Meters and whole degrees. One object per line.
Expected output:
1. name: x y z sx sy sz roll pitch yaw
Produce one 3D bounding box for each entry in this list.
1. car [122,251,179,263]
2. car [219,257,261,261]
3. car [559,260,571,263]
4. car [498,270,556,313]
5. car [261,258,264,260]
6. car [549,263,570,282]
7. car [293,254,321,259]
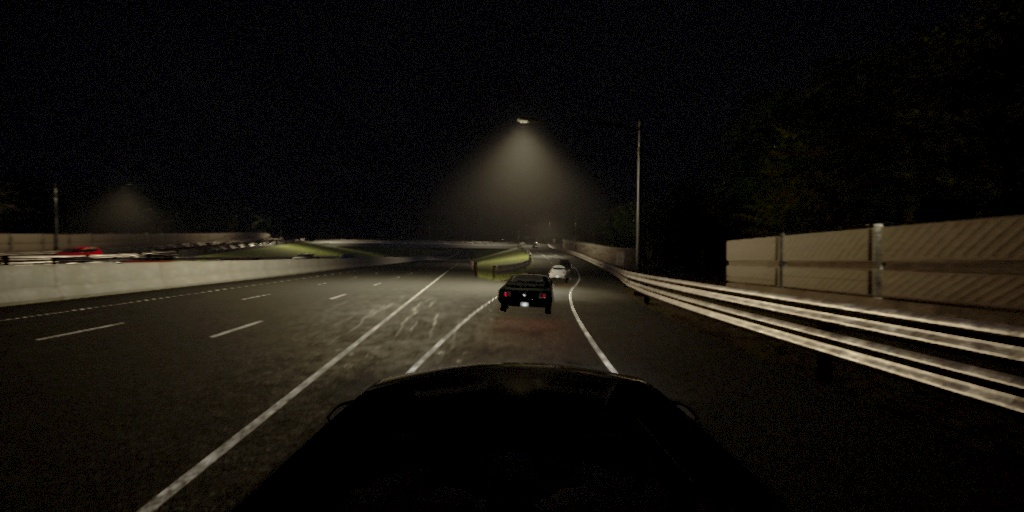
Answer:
1. car: -33.051 0.676 32.793 2.097 1.767 4.553 1 0 -7
2. car: -26.078 0.888 33.390 1.882 1.535 5.008 1 0 -7
3. car: 8.334 1.318 57.219 1.837 1.490 4.892 1 2 7
4. car: 0.704 1.377 14.437 1.895 1.301 4.718 2 0 7
5. car: -34.923 0.841 48.175 1.812 1.442 4.674 1 0 -6
6. car: 4.532 1.662 34.323 1.812 1.442 4.674 1 0 12
7. car: -28.141 0.893 50.401 2.128 1.511 4.902 1 0 -6
